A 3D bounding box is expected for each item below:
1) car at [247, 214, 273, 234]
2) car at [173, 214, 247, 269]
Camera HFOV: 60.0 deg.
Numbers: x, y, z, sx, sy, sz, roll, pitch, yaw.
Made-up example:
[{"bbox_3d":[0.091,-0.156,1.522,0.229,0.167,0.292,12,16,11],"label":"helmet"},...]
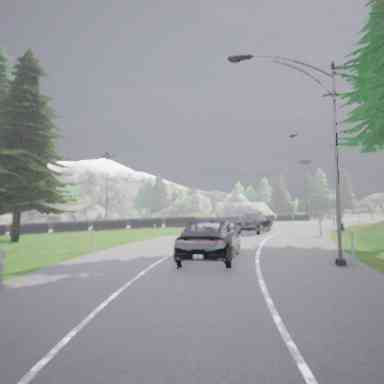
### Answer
[{"bbox_3d":[4.467,2.281,24.279,2.033,1.411,5.357,-2,-3,25],"label":"car"},{"bbox_3d":[0.684,1.745,12.095,2.128,1.511,4.902,-1,-2,12],"label":"car"}]
